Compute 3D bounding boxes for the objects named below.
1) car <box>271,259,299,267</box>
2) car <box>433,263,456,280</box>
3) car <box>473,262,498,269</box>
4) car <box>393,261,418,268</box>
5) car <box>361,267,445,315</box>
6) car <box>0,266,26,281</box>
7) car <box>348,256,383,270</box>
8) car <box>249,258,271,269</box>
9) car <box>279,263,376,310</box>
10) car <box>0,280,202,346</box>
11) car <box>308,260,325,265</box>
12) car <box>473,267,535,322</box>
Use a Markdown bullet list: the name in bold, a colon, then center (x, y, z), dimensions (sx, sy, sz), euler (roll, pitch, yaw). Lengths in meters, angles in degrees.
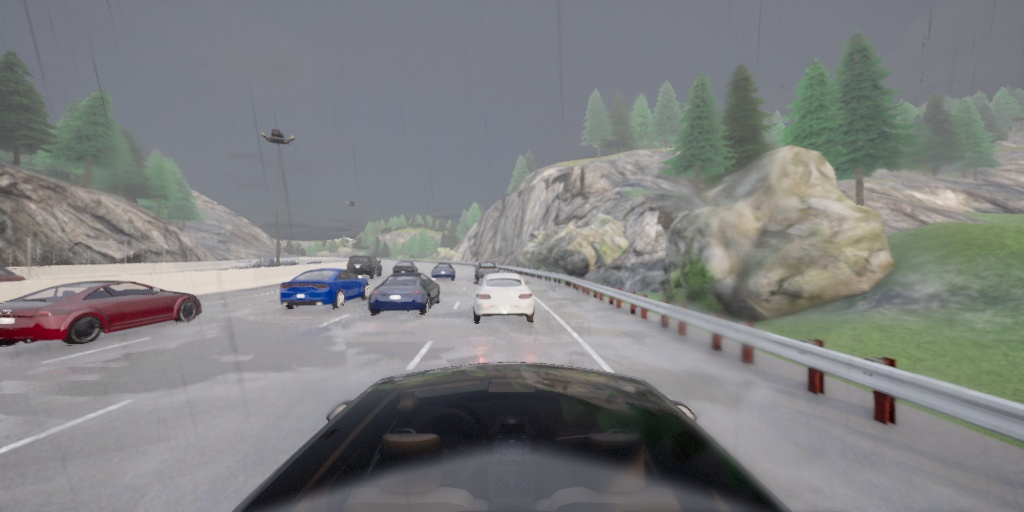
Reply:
- **car**: center (-32.452, 1.333, 52.023), dimensions (2.033, 1.411, 5.357), euler (0, 0, -17)
- **car**: center (-5.903, 1.309, 31.023), dimensions (1.994, 1.385, 4.181), euler (0, 0, -9)
- **car**: center (-2.086, 1.230, 29.204), dimensions (2.128, 1.511, 4.902), euler (0, 0, -8)
- **car**: center (-9.792, 1.229, 33.096), dimensions (1.882, 1.535, 5.008), euler (0, 0, -10)
- **car**: center (-3.932, 1.315, 13.718), dimensions (1.994, 1.385, 4.181), euler (0, 0, -3)
- **car**: center (-21.643, 1.138, 13.376), dimensions (2.097, 1.767, 4.553), euler (0, 0, -4)
- **car**: center (-13.162, 0.980, 32.170), dimensions (2.150, 2.045, 5.566), euler (0, 0, -10)
- **car**: center (-36.523, 1.145, 53.244), dimensions (2.097, 1.767, 4.553), euler (0, 0, -17)
- **car**: center (-7.516, 1.235, 14.925), dimensions (1.882, 1.535, 5.008), euler (0, 0, -4)
- **car**: center (-10.695, 1.330, 9.531), dimensions (1.994, 1.385, 4.181), euler (0, 0, -2)
- **car**: center (-29.379, 1.342, 53.832), dimensions (1.994, 1.385, 4.181), euler (0, 0, -17)
- **car**: center (-0.325, 1.271, 12.125), dimensions (1.812, 1.442, 4.674), euler (0, 0, -3)
